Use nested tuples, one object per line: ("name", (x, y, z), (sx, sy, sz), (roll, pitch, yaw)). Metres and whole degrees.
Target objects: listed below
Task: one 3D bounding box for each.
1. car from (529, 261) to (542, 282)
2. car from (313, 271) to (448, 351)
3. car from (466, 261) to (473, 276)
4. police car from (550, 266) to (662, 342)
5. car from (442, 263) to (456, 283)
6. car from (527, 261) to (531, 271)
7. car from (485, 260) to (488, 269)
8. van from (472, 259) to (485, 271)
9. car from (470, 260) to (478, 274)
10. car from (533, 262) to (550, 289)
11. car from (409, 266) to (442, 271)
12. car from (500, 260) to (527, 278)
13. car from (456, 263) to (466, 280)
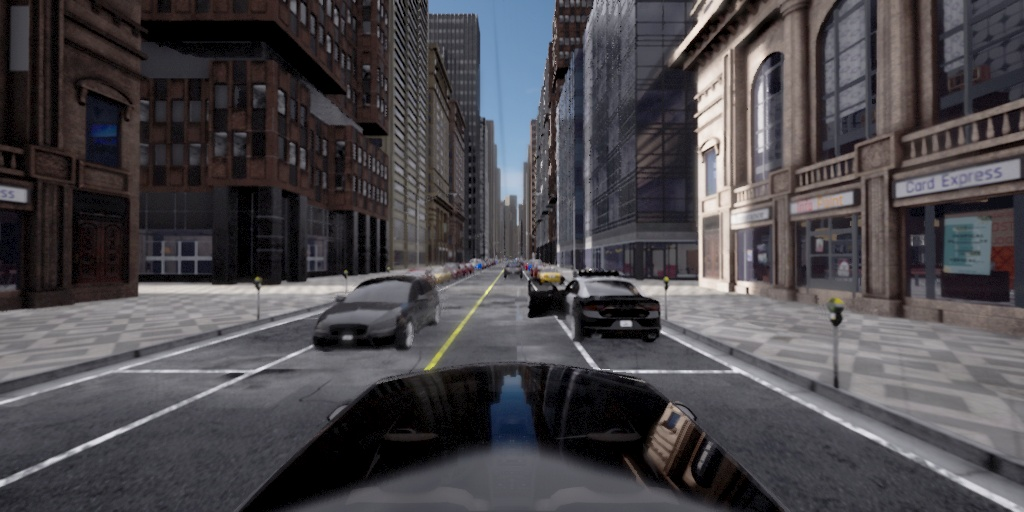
("car", (2.827, 1.473, 33.065), (1.888, 1.381, 4.507), (0, 0, 0))
("car", (-3.087, 1.297, 9.172), (1.837, 1.490, 4.892), (0, 0, 0))
("car", (-5.686, 1.505, 38.676), (1.888, 1.381, 4.507), (0, 0, 0))
("police car", (2.381, 1.222, 10.054), (1.930, 1.638, 5.238), (0, 0, 0))
("car", (-5.711, 1.421, 27.303), (1.751, 1.417, 4.829), (0, 0, 0))
("car", (2.839, 1.505, 38.666), (1.888, 1.381, 4.507), (0, 0, 0))
("car", (-5.638, 1.671, 61.083), (1.802, 1.307, 4.207), (0, 0, 0))
("van", (-5.651, 1.397, 55.482), (1.690, 1.789, 3.998), (0, 0, 0))
("car", (-5.674, 1.537, 44.278), (1.888, 1.381, 4.507), (0, 0, 0))
("car", (2.815, 1.422, 27.632), (1.751, 1.417, 4.829), (0, 0, 0))
("car", (-5.722, 1.446, 21.871), (1.802, 1.307, 4.207), (0, 0, 0))
("car", (0.146, 1.440, 37.277), (2.128, 1.511, 4.902), (0, -1, 1))
("car", (-5.698, 1.368, 33.074), (1.967, 1.591, 4.097), (0, 0, 0))
